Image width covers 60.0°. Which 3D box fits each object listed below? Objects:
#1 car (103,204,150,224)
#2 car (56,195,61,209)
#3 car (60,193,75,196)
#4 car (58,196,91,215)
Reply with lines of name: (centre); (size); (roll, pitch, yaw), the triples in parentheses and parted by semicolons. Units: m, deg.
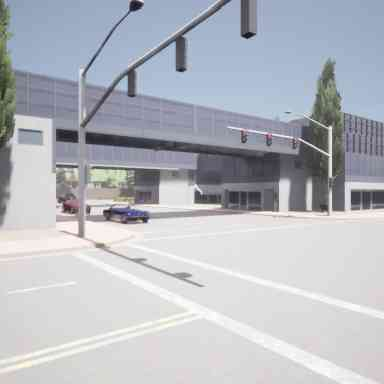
car: (-4.993, 1.601, 25.019); (1.895, 1.301, 4.718); (0, 0, -36)
car: (-19.698, 1.504, 45.244); (1.837, 1.490, 4.892); (0, 0, -36)
car: (-23.774, 1.221, 63.014); (2.150, 2.045, 5.566); (0, 0, -36)
car: (-12.098, 1.478, 34.776); (1.882, 1.535, 5.008); (0, 0, -36)
